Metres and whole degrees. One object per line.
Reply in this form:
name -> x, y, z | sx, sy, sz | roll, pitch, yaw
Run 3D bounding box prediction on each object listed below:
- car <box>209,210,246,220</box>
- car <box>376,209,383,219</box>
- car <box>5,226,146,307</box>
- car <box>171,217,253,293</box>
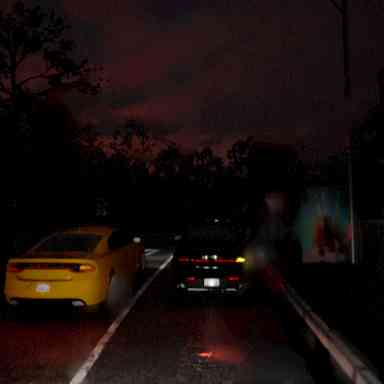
car -> 3.271, 2.682, 30.153 | 2.150, 2.045, 5.566 | -1, -4, 27
car -> 27.566, 2.442, 44.564 | 5.566, 2.045, 2.150 | -5, -3, -9
car -> -2.439, 1.584, 8.234 | 1.882, 1.535, 5.008 | 0, -2, 3
car -> 0.538, 1.629, 9.112 | 1.837, 1.490, 4.892 | 0, -1, 3
